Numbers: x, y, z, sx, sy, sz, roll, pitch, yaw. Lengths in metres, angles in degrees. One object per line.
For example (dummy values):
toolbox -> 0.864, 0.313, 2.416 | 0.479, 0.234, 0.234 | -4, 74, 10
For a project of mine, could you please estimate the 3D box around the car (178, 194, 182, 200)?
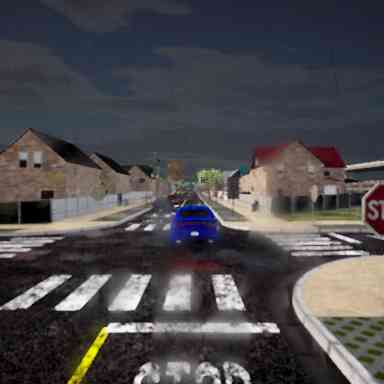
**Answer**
car -> -2.751, 1.088, 46.027 | 1.812, 1.442, 4.674 | 0, 0, 0

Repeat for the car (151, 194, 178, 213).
car -> -2.787, 1.242, 32.127 | 2.033, 1.411, 5.357 | 0, 1, 0

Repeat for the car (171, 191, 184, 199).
car -> -2.633, 0.570, 61.473 | 2.033, 1.411, 5.357 | 0, 1, 0

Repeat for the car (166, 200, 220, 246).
car -> 0.115, 1.335, 14.427 | 1.882, 1.535, 5.008 | 0, 0, 0
